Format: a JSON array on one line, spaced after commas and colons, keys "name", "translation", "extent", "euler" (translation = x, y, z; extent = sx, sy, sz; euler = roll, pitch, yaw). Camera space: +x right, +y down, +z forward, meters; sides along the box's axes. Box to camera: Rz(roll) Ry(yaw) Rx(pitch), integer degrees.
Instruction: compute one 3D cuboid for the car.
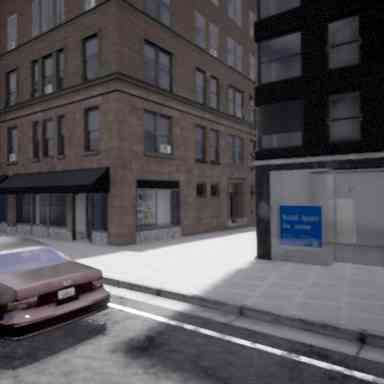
[{"name": "car", "translation": [-3.951, 1.596, 6.503], "extent": [5.357, 1.411, 2.033], "euler": [0, 0, 35]}]
